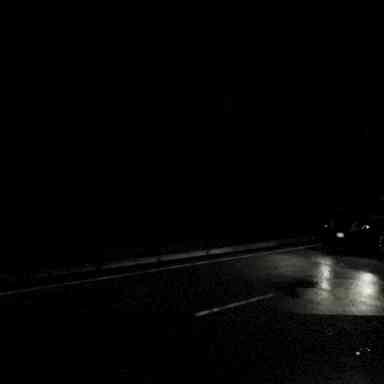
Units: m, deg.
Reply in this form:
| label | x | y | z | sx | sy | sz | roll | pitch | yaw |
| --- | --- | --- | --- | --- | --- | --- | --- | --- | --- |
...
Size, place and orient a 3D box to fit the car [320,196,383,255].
| label | x | y | z | sx | sy | sz | roll | pitch | yaw |
| --- | --- | --- | --- | --- | --- | --- | --- | --- | --- |
| car | 7.667 | 1.216 | 13.746 | 5.566 | 2.045 | 2.150 | 0 | 0 | -35 |
